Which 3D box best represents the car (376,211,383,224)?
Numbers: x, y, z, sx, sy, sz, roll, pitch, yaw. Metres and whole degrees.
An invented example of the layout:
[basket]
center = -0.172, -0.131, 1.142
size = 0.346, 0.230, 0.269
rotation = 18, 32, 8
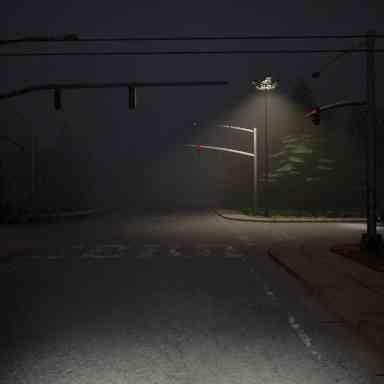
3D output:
[car]
center = 14.896, 1.512, 22.121
size = 4.892, 1.490, 1.837
rotation = 0, 0, 1
